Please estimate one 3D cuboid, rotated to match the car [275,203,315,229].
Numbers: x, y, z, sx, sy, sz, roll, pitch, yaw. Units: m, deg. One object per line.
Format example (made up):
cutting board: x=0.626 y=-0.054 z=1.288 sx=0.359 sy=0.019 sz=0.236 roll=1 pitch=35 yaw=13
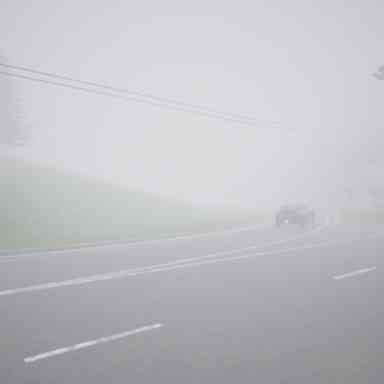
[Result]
car: x=6.950 y=1.521 z=22.226 sx=1.837 sy=1.490 sz=4.892 roll=1 pitch=0 yaw=30
